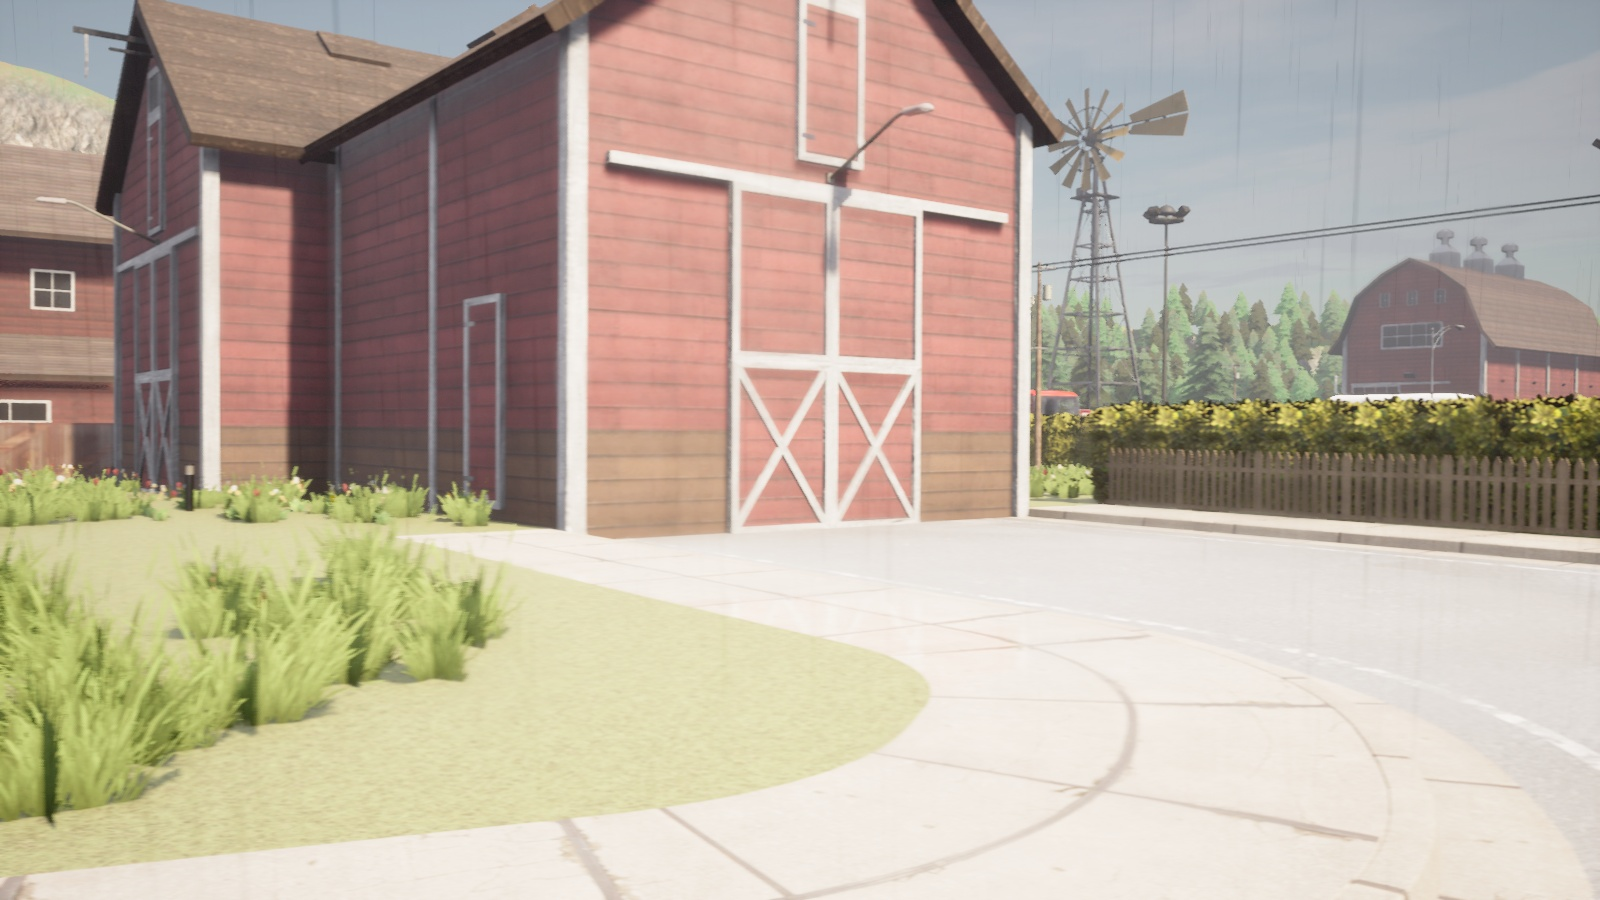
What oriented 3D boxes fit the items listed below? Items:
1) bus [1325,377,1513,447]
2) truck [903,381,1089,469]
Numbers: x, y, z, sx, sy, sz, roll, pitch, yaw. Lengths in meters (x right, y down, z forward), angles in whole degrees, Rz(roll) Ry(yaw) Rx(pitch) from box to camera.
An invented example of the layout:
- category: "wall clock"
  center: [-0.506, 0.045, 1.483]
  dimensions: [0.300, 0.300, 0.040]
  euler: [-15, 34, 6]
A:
- category: "bus"
  center: [40.206, -2.395, 81.983]
  dimensions: [3.944, 4.253, 10.273]
  euler: [-2, 1, -39]
- category: "truck"
  center: [8.125, -1.020, 53.116]
  dimensions: [2.891, 3.462, 7.936]
  euler: [-2, 1, -38]
